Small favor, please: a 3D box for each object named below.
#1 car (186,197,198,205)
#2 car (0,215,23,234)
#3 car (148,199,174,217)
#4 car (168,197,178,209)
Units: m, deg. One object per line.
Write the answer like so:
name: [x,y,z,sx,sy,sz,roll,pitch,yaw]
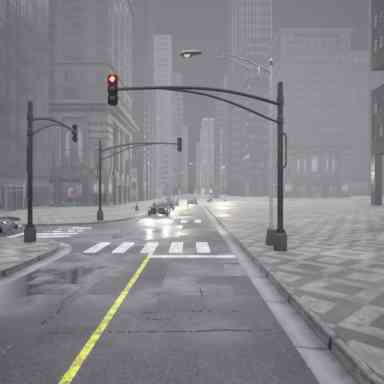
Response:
car: [0.027,1.559,57.595,2.033,1.411,5.357,0,0,0]
car: [-11.871,1.648,18.109,4.902,1.511,2.128,-1,0,-3]
car: [-3.084,1.601,31.957,1.895,1.301,4.718,0,0,0]
car: [-3.080,1.603,41.301,1.895,1.301,4.718,0,0,0]
